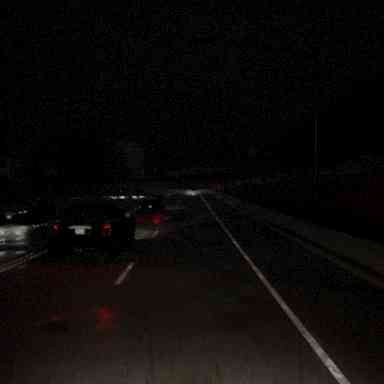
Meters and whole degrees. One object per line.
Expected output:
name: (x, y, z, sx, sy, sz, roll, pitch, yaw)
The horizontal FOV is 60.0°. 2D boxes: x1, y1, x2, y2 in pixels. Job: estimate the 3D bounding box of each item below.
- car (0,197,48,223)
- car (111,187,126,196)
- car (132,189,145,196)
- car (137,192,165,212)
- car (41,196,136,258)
car: (-10.600, 1.122, 21.709, 2.128, 1.511, 4.902, 0, 1, 0)
car: (-14.016, -0.070, 63.899, 2.097, 1.767, 4.553, 0, 1, 0)
car: (-10.506, 0.086, 65.826, 1.994, 1.385, 4.181, 0, 2, 0)
car: (-3.405, 0.963, 29.464, 1.812, 1.442, 4.674, 0, 1, 0)
car: (-3.410, 1.185, 12.261, 2.097, 1.767, 4.553, 0, 1, 0)
